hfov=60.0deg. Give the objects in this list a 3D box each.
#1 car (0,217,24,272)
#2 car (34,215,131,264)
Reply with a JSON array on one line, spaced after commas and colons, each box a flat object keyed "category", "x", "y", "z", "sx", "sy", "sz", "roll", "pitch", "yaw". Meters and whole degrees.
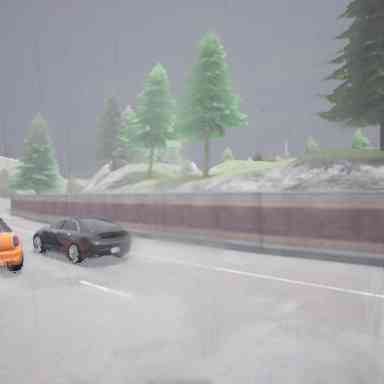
[{"category": "car", "x": -7.030, "y": 1.477, "z": 10.295, "sx": 4.553, "sy": 1.767, "sz": 2.097, "roll": -1, "pitch": -1, "yaw": 44}, {"category": "car", "x": -4.240, "y": 1.639, "z": 12.465, "sx": 4.892, "sy": 1.490, "sz": 1.837, "roll": 0, "pitch": 0, "yaw": 44}]
